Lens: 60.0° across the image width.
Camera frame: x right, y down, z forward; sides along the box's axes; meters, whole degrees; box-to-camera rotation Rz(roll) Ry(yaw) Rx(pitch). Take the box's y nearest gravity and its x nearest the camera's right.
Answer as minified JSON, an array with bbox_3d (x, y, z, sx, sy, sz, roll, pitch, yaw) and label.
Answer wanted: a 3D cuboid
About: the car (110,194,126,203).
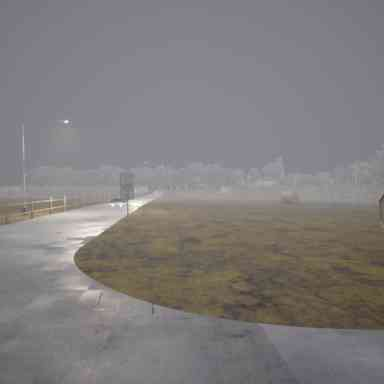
[{"bbox_3d":[-11.416,1.004,51.839,1.994,1.385,4.181,-1,0,-4],"label":"car"}]
